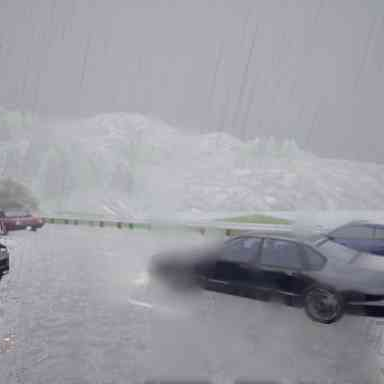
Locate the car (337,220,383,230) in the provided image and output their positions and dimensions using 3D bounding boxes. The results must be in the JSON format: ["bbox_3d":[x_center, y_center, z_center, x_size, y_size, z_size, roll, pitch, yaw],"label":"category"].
[{"bbox_3d":[4.622,1.503,9.178,4.674,1.442,1.812,0,0,35],"label":"car"}]

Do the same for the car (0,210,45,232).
[{"bbox_3d":[-10.605,1.638,18.799,4.718,1.301,1.895,0,0,30],"label":"car"}]

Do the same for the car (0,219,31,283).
[{"bbox_3d":[-6.436,1.515,8.131,4.902,1.511,2.128,0,0,33],"label":"car"}]

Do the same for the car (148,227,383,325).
[{"bbox_3d":[1.590,1.538,7.068,5.357,1.411,2.033,0,0,34],"label":"car"}]
